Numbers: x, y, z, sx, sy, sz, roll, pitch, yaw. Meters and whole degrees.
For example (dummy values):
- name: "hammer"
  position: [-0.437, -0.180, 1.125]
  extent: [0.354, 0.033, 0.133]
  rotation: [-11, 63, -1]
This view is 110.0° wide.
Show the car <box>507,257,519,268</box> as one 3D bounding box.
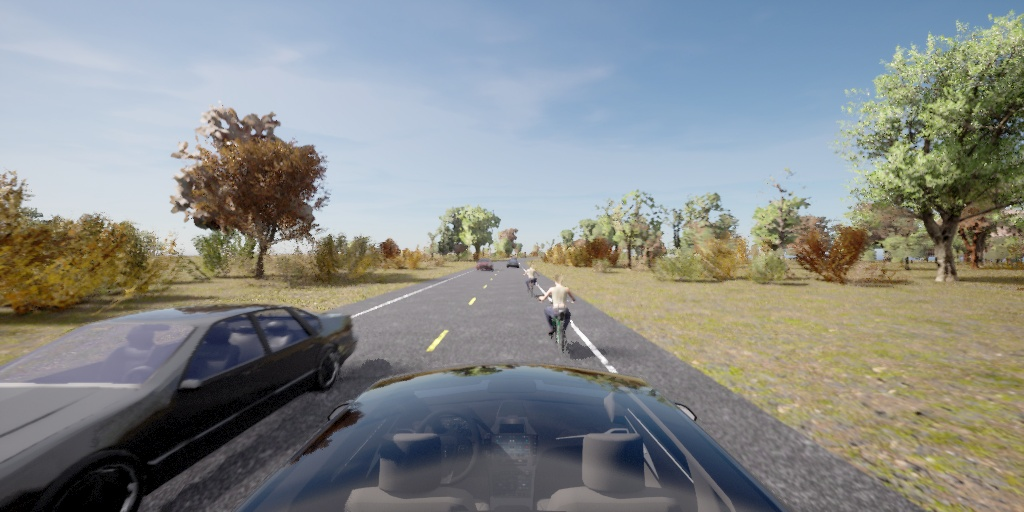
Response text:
- name: "car"
  position: [0.128, 1.260, 59.598]
  extent: [1.994, 1.385, 4.181]
  rotation: [0, 0, -1]

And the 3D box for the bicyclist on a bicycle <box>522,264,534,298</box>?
- name: "bicyclist on a bicycle"
  position: [0.945, 1.183, 17.556]
  extent: [0.866, 1.612, 1.509]
  rotation: [0, 0, 0]

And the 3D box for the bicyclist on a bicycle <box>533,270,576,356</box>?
- name: "bicyclist on a bicycle"
  position: [0.987, 1.186, 7.676]
  extent: [0.866, 1.612, 1.509]
  rotation: [0, 0, 0]

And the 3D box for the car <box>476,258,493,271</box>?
- name: "car"
  position: [-3.578, 1.071, 47.211]
  extent: [2.097, 1.767, 4.553]
  rotation: [0, 0, 0]

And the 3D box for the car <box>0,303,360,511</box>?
- name: "car"
  position: [-3.598, 1.297, 3.988]
  extent: [2.033, 1.411, 5.357]
  rotation: [0, 0, 0]
